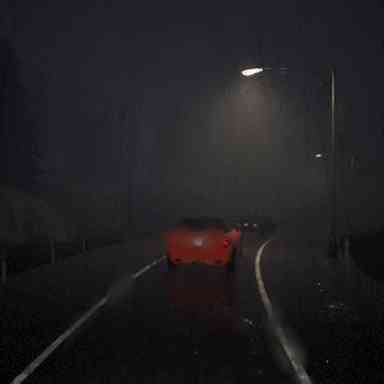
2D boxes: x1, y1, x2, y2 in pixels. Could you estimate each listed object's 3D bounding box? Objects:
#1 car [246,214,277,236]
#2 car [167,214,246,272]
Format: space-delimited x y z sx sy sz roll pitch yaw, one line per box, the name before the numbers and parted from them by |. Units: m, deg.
car | 4.666 2.319 23.906 2.033 1.411 5.357 0 -3 27
car | 0.649 1.594 11.893 2.097 1.767 4.553 0 -2 12
